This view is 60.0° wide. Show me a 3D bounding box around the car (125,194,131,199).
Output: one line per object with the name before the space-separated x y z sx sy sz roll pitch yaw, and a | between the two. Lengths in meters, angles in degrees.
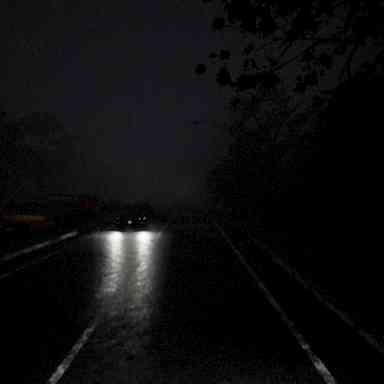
car | -10.441 1.291 39.539 5.366 1.575 1.946 0 0 0

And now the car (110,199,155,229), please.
car | -3.364 1.376 20.371 1.837 1.490 4.892 0 0 0

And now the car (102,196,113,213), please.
car | -10.294 1.344 31.219 4.792 1.488 2.163 0 0 0

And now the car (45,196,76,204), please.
car | -23.284 1.385 58.990 4.792 1.488 2.163 0 0 0

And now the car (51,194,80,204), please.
car | -23.342 1.240 61.636 4.553 1.767 2.185 0 0 0

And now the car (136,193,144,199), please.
car | -10.061 1.314 47.865 5.366 1.575 1.946 0 0 0

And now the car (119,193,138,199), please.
car | -10.067 1.295 42.191 5.366 1.575 1.946 0 0 0

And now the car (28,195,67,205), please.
car | -23.134 1.332 53.450 5.366 1.575 1.946 0 0 0

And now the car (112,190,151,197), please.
car | -10.265 1.096 56.194 5.566 2.045 2.435 0 0 0

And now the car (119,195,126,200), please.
car | -10.252 1.297 36.771 4.892 1.521 2.231 0 0 0

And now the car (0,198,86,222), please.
car | -10.244 1.386 22.890 4.792 1.488 2.163 0 0 0

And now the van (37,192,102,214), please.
van | -10.384 1.103 28.441 4.442 1.987 1.878 0 0 0

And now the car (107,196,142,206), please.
car | -10.249 1.328 50.640 4.892 1.521 2.231 0 0 0

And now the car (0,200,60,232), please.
car | -10.094 1.381 17.337 5.366 1.575 1.946 0 0 0

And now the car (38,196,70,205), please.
car | -23.314 1.385 56.220 4.674 1.452 2.002 0 0 0

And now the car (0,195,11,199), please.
car | -23.367 1.323 36.837 4.792 1.488 2.163 0 0 0

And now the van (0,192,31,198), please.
van | -23.449 1.070 42.248 4.442 1.987 1.878 0 0 0

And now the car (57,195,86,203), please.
car | -23.302 1.375 64.407 5.008 1.535 2.097 0 0 0

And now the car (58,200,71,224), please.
car | -10.248 1.400 20.114 4.792 1.488 2.163 0 0 0

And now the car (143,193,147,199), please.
car | -10.425 1.334 53.417 5.366 1.575 1.946 0 0 0

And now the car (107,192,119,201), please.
car | -10.293 1.178 33.991 4.553 1.767 2.185 0 0 0

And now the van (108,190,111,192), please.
van | -23.415 0.466 91.499 4.442 1.987 1.878 1 0 0

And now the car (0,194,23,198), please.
car | -23.364 1.322 39.476 4.792 1.488 2.163 0 0 0

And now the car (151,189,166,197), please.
car | -10.432 0.722 91.558 4.792 1.488 2.163 0 0 0

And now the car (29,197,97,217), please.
car | -10.242 1.372 25.666 4.792 1.488 2.163 0 0 0

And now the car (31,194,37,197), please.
car | -23.301 1.334 45.141 4.792 1.488 2.163 0 0 0

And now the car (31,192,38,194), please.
car | -23.354 1.063 47.912 5.566 2.045 2.435 0 0 0

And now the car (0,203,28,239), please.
car | -10.289 1.399 14.561 4.892 1.521 2.231 0 0 0
